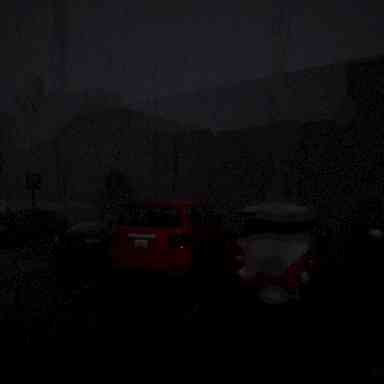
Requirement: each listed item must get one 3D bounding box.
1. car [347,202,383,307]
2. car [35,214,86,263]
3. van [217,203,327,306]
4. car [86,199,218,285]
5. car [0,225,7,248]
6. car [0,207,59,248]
[{"bbox_3d":[4.461,1.238,6.274,2.435,2.045,5.566,1,-1,15],"label":"car"},{"bbox_3d":[-2.831,1.524,11.495,2.002,1.452,4.674,0,-1,15],"label":"car"},{"bbox_3d":[2.008,1.263,7.921,1.878,1.987,4.442,1,-1,15],"label":"van"},{"bbox_3d":[-0.392,1.238,9.797,2.435,2.045,5.566,0,-1,15],"label":"car"},{"bbox_3d":[-7.153,1.538,8.478,5.357,1.411,2.033,0,0,35],"label":"car"},{"bbox_3d":[-7.695,1.494,14.935,2.163,1.488,4.792,1,0,16],"label":"car"}]
